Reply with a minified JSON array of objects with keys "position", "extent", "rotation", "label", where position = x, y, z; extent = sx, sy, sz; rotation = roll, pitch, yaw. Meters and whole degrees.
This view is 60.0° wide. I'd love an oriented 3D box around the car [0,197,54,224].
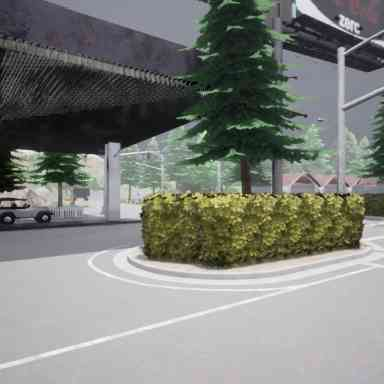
[{"position":[-11.963,1.313,23.490],"extent":[3.866,1.878,1.905],"rotation":[0,0,-36],"label":"car"}]
